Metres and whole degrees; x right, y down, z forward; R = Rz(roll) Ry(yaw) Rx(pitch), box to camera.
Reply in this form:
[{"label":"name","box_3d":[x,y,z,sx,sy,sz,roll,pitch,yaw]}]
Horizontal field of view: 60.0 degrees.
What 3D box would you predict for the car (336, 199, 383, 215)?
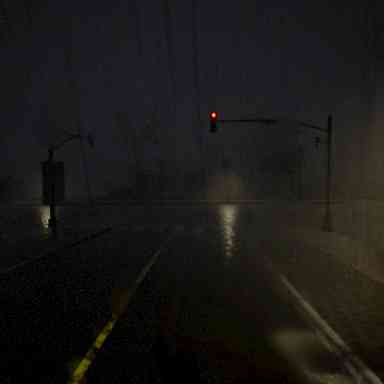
[{"label":"car","box_3d":[11.923,1.186,21.695,4.674,1.442,1.812,-1,3,6]}]
